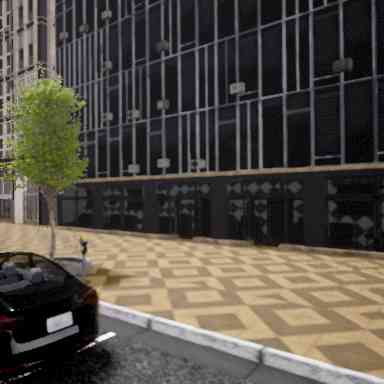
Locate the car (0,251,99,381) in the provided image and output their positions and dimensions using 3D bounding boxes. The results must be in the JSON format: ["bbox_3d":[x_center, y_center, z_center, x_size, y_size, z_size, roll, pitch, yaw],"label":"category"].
[{"bbox_3d":[-3.282,1.624,5.221,4.313,1.339,1.947,-1,-1,36],"label":"car"}]
